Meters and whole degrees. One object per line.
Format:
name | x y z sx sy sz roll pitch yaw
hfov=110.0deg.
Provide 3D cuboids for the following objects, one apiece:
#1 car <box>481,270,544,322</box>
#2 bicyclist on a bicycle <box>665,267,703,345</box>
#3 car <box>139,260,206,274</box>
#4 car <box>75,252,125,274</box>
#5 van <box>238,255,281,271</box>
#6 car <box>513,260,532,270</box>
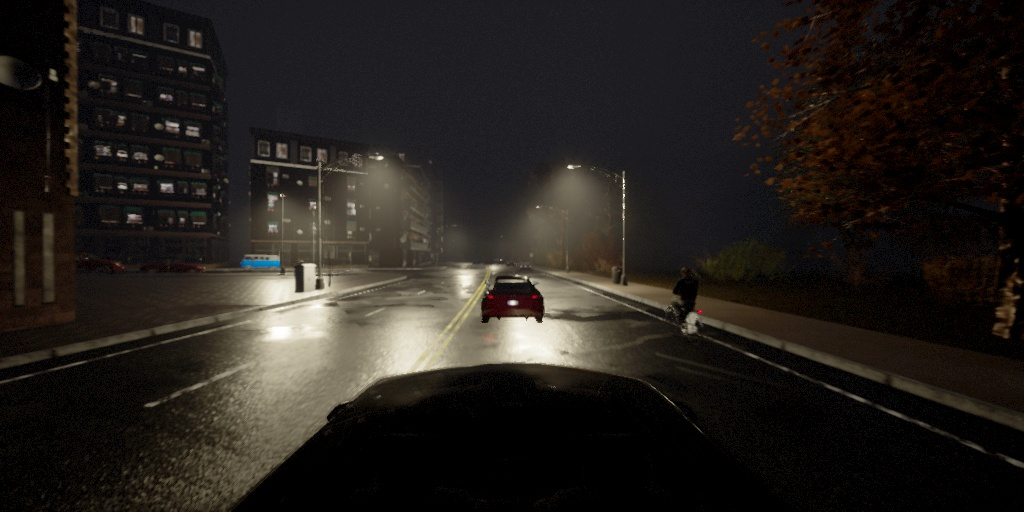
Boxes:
car | -0.004 1.348 12.485 1.994 1.385 4.181 0 0 -1
bicyclist on a bicycle | 4.094 1.141 8.658 0.659 1.776 1.843 0 0 0
car | -29.290 0.967 31.072 4.207 1.307 1.802 0 0 -32
car | -34.070 0.607 28.093 5.009 1.841 2.192 0 0 -32
van | -28.857 0.778 41.218 3.998 1.789 1.690 0 0 -32
car | 1.660 1.432 49.942 2.033 1.411 5.357 0 0 -4
